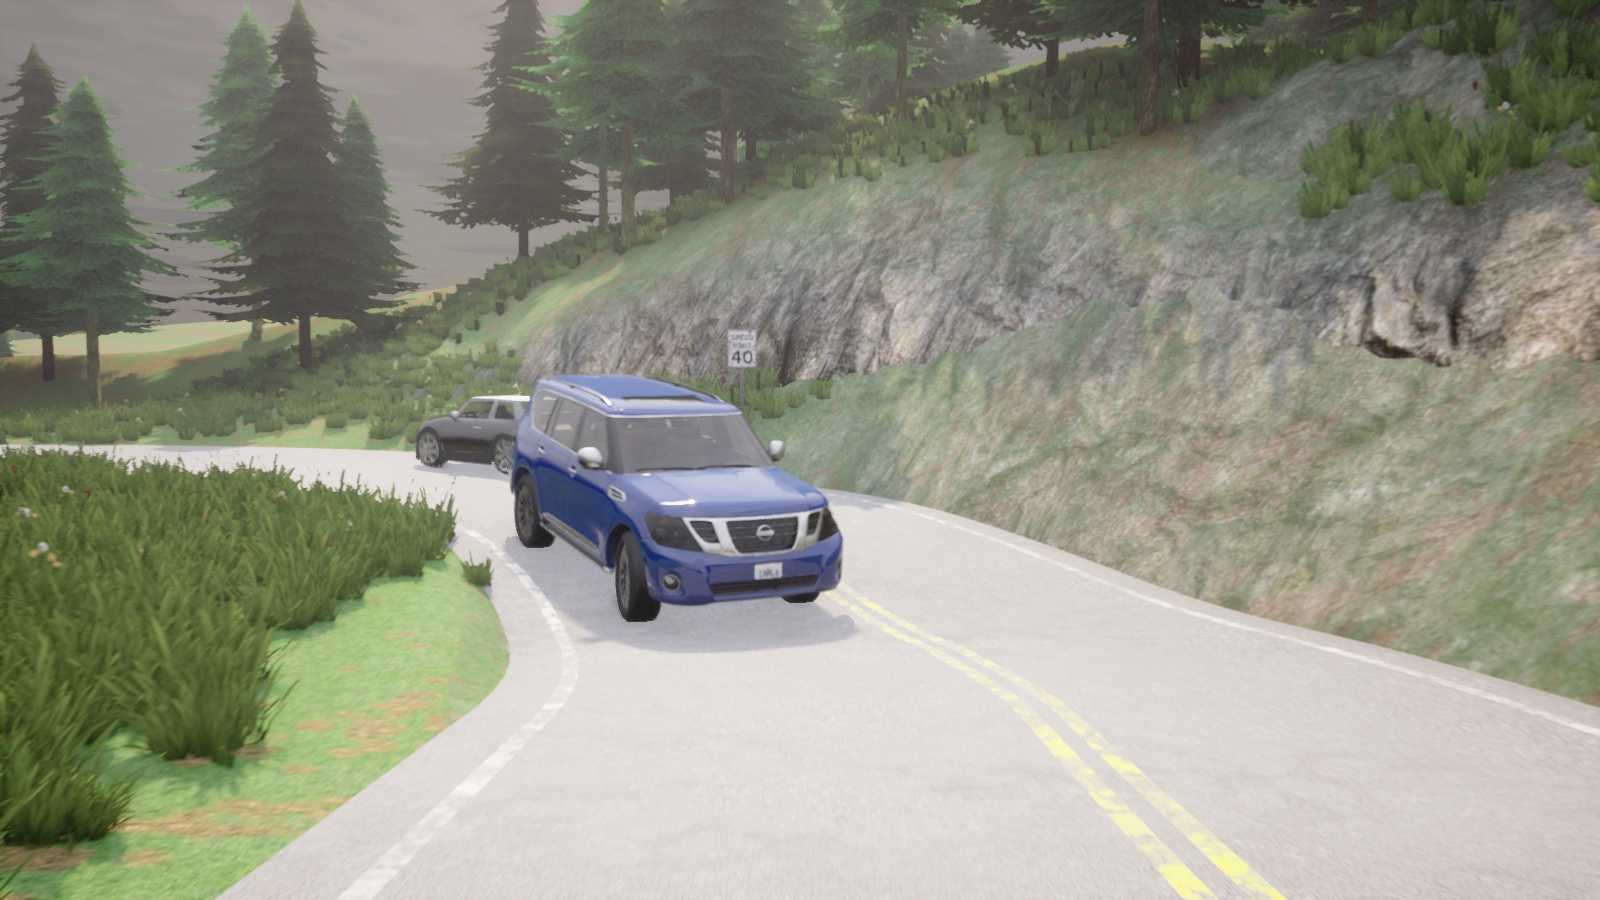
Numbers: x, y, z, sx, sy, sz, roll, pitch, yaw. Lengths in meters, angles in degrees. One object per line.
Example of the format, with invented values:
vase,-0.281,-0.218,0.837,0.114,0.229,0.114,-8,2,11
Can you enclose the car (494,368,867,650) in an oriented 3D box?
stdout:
car,-1.677,0.369,14.462,2.150,2.045,5.566,-3,10,-29

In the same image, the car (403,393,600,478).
car,-6.001,-0.358,25.096,3.806,1.475,1.970,3,5,41
